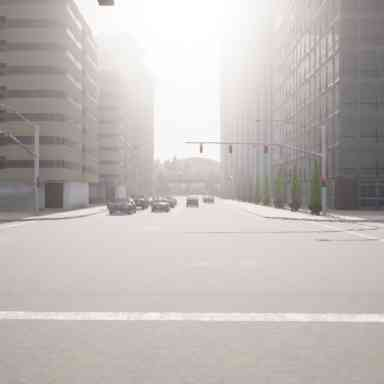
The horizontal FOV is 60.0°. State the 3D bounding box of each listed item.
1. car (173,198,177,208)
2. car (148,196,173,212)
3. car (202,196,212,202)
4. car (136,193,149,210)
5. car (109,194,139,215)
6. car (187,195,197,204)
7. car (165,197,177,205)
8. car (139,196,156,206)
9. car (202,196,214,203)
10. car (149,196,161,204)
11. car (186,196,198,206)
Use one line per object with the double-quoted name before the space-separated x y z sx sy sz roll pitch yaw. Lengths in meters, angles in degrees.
"car" -3.631 1.352 48.144 2.097 1.767 4.553 0 0 0
"car" -3.628 1.505 38.940 1.837 1.490 4.892 0 0 0
"car" 3.445 1.528 76.167 1.994 1.385 4.181 0 0 0
"car" -7.129 1.221 44.031 2.150 2.045 5.566 0 0 0
"car" -7.125 1.352 34.442 2.097 1.767 4.553 0 0 0
"car" -0.048 1.478 66.664 1.882 1.535 5.008 0 0 0
"car" -3.621 1.601 57.913 1.895 1.301 4.718 0 0 0
"car" -7.129 1.491 53.990 2.128 1.511 4.902 0 0 0
"car" 3.452 1.505 67.500 1.837 1.490 4.892 0 0 0
"car" -7.092 1.505 64.430 1.837 1.490 4.892 0 0 0
"car" 0.071 1.478 53.566 1.882 1.535 5.008 0 0 0
